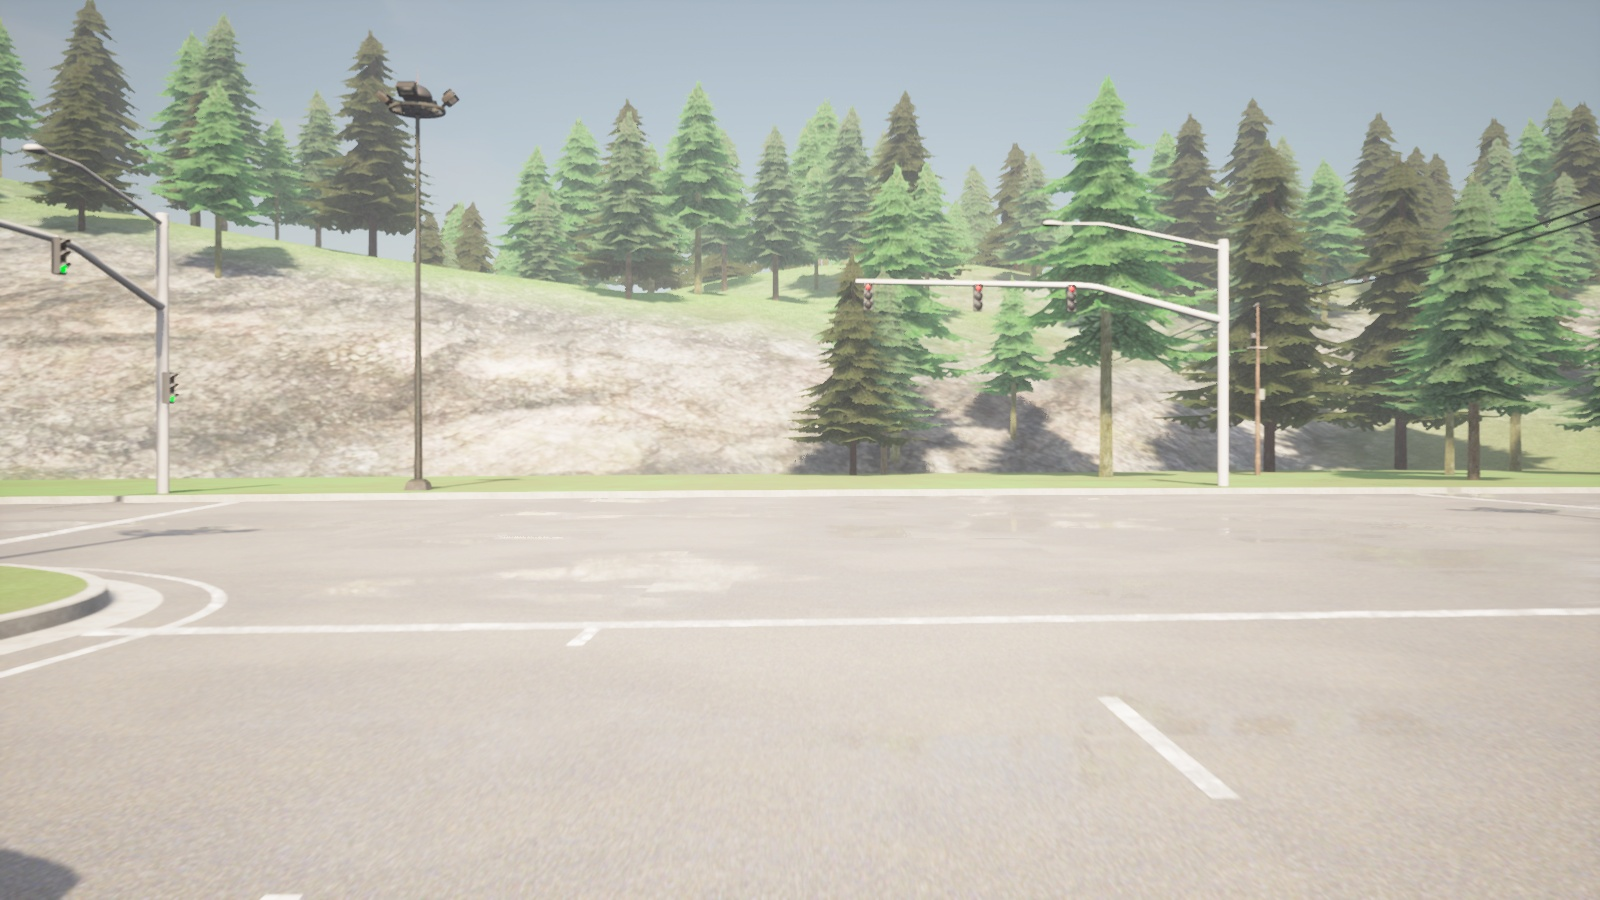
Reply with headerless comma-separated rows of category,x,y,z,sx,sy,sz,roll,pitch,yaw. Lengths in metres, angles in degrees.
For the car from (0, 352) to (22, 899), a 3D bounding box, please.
car,-3.475,0.595,1.624,2.097,1.767,4.553,0,0,0
